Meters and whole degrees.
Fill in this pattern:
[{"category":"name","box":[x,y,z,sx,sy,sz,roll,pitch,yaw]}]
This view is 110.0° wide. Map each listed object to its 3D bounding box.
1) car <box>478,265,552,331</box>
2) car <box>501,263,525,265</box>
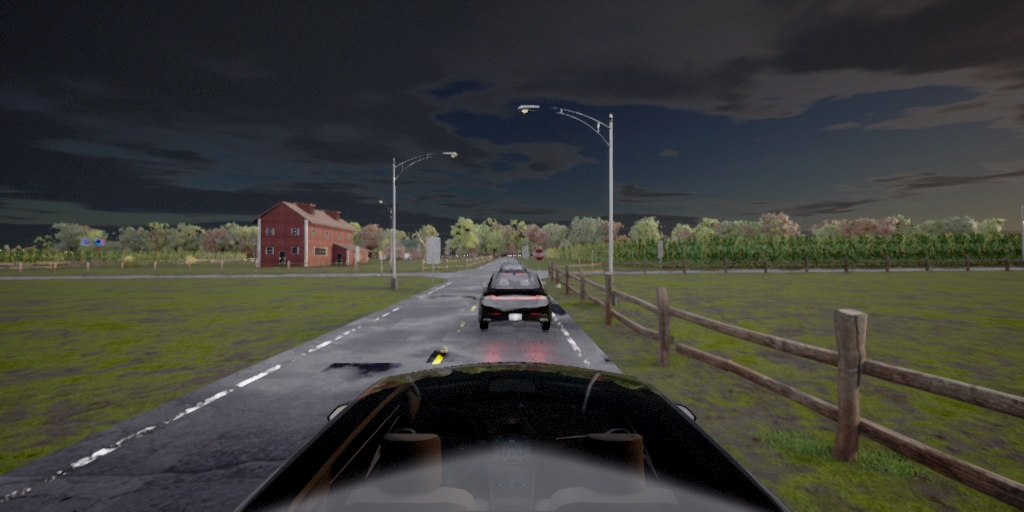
[{"category":"car","box":[0.074,1.176,10.676,2.128,1.511,4.902,0,0,0]},{"category":"car","box":[0.046,1.108,20.099,2.128,1.511,4.902,0,0,0]}]
